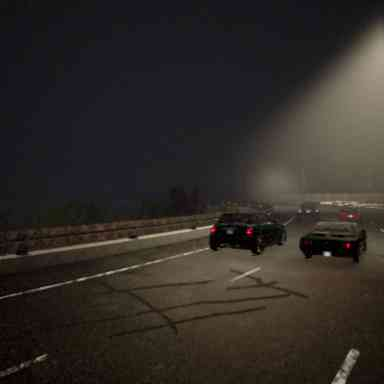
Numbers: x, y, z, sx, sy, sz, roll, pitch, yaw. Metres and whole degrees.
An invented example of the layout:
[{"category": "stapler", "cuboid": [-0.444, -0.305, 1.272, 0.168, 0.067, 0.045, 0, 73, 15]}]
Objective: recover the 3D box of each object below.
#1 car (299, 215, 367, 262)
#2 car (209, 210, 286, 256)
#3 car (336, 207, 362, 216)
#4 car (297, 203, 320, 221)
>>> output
[{"category": "car", "cuboid": [5.741, 1.827, 13.146, 1.895, 1.301, 4.718, -1, -1, 32]}, {"category": "car", "cuboid": [2.619, 1.620, 14.827, 2.097, 1.767, 4.553, -1, -1, 32]}, {"category": "car", "cuboid": [14.425, 2.079, 30.588, 1.994, 1.385, 4.181, -1, -1, 21]}, {"category": "car", "cuboid": [11.860, 1.933, 33.692, 2.097, 1.767, 4.553, -1, -1, 21]}]
